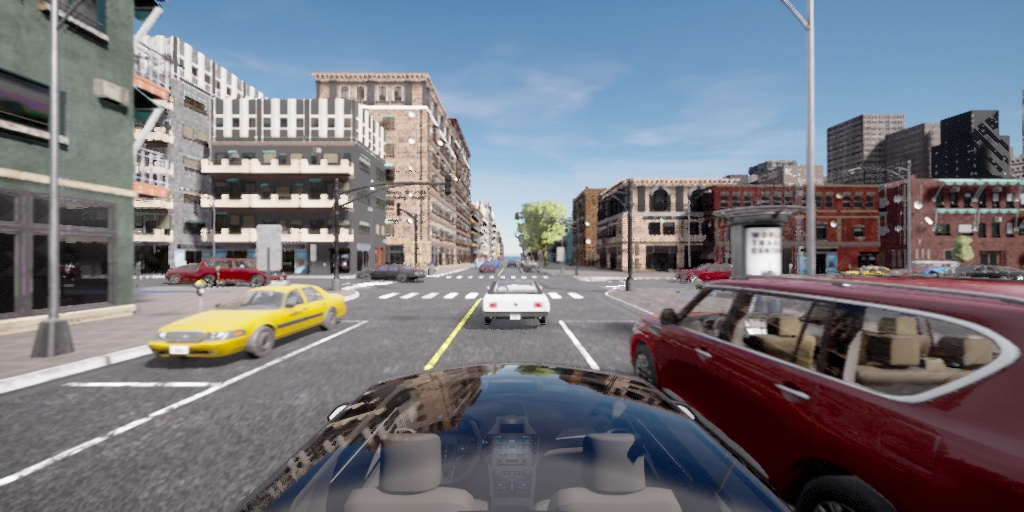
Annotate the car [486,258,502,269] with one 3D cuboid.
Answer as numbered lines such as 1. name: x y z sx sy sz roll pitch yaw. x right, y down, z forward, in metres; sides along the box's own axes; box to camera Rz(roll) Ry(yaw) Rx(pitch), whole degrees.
1. car: -3.047 1.440 62.093 1.882 1.535 5.008 0 0 0

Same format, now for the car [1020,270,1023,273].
1. car: 42.656 1.584 31.753 4.403 1.370 2.007 0 0 0

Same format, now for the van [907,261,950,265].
1. van: 37.130 1.346 31.713 3.998 1.789 1.690 0 0 0

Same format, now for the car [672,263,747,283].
1. car: 15.836 1.376 28.970 5.008 1.535 1.882 0 0 0

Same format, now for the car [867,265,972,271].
1. car: 26.143 1.476 23.200 4.507 1.381 1.888 0 0 0

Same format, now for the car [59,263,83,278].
1. car: -40.001 1.293 31.150 4.207 1.307 1.802 0 0 0

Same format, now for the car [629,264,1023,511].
1. car: 2.690 1.069 3.169 2.192 1.841 5.009 0 0 0

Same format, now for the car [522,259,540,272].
1. car: 2.681 1.447 46.659 2.007 1.370 4.403 0 0 0

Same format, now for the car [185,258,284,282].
1. car: -17.281 1.069 22.935 5.009 1.841 2.192 0 0 0

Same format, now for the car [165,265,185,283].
1. car: -21.847 1.272 25.493 4.674 1.442 1.812 0 0 0

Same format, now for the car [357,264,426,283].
1. car: -9.688 1.353 28.735 5.357 1.411 2.033 0 0 9

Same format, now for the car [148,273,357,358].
1. car: -5.693 1.294 8.538 1.751 1.417 4.829 0 0 0

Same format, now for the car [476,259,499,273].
1. car: -3.096 1.455 45.386 1.994 1.385 4.181 0 0 0

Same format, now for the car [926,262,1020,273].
1. car: 37.296 1.504 29.111 4.892 1.490 1.837 0 0 0

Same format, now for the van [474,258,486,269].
1. van: -5.704 1.311 63.749 1.690 1.789 3.998 0 0 0

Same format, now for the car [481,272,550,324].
1. car: 0.099 1.378 11.983 1.895 1.301 4.718 0 0 0

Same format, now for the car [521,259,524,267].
1. car: 2.680 1.360 52.356 1.967 1.591 4.097 0 0 0
